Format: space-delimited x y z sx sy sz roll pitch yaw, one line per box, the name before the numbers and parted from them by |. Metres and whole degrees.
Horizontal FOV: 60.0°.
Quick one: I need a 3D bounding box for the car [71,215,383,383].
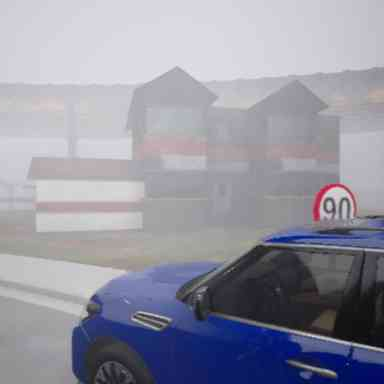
car | 1.383 1.227 2.712 5.566 2.045 2.150 0 0 36
